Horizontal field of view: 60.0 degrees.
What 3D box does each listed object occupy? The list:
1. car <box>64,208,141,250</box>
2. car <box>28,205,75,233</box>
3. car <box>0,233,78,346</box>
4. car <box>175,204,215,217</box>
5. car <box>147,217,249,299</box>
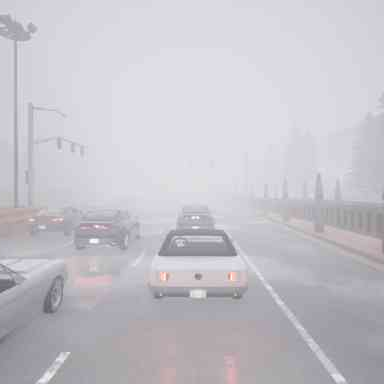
[{"bbox_3d":[-3.341,1.415,13.813,1.837,1.490,4.892,0,0,0],"label":"car"},{"bbox_3d":[-6.847,1.410,17.441,1.812,1.442,4.674,0,0,-1],"label":"car"},{"bbox_3d":[-3.386,1.577,4.586,1.895,1.301,4.718,0,0,0],"label":"car"},{"bbox_3d":[0.182,1.388,17.536,1.837,1.490,4.892,0,0,0],"label":"car"},{"bbox_3d":[0.129,1.551,8.276,1.895,1.301,4.718,0,0,0],"label":"car"}]
